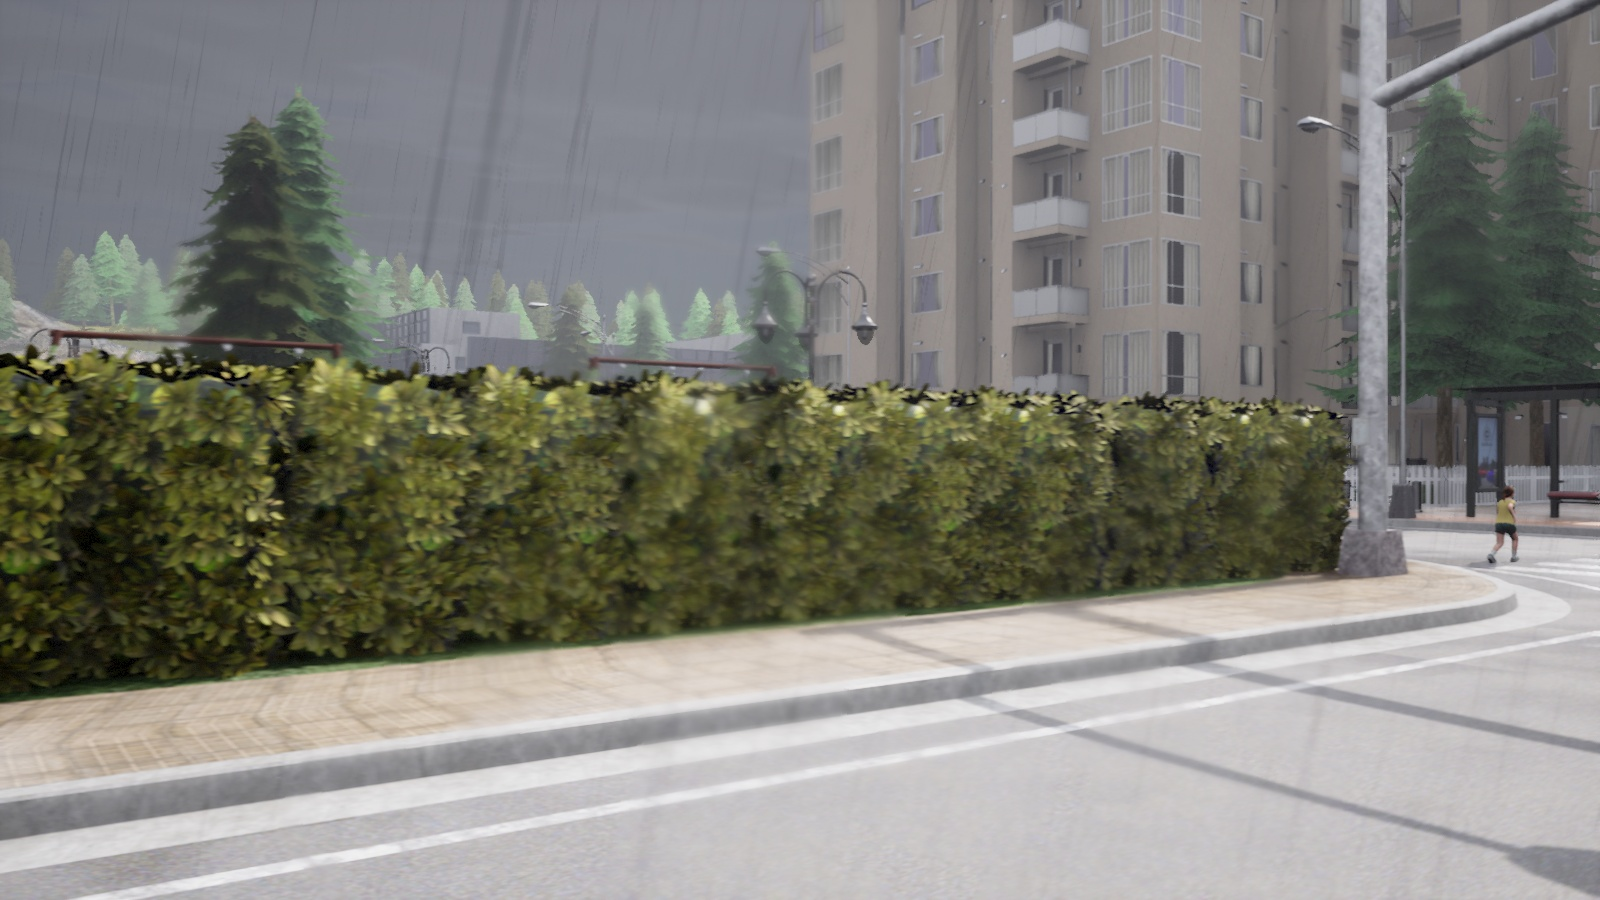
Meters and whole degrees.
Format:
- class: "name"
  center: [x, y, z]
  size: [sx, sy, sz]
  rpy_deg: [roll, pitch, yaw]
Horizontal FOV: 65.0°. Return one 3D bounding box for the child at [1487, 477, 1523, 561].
- class: "child"
  center: [9.501, 0.929, 16.922]
  size: [0.394, 1.110, 0.255]
  rpy_deg: [0, 0, -31]
